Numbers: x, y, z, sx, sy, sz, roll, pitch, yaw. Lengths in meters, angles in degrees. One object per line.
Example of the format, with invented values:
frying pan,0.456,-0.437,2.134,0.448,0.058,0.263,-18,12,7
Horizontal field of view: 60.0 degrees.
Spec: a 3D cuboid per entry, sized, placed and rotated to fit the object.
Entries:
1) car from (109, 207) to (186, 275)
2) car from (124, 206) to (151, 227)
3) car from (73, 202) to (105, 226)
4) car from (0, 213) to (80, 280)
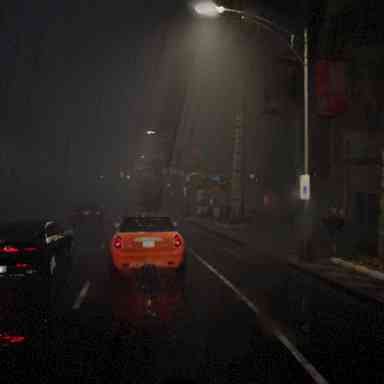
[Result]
car,-1.512,1.437,11.027,2.097,1.767,4.553,0,-1,-9
car,-4.281,1.799,25.613,1.895,1.301,4.718,0,0,-11
car,-7.814,1.553,25.401,2.097,1.767,4.553,0,0,-11
car,-4.819,1.583,10.022,1.837,1.490,4.892,0,-1,-10
